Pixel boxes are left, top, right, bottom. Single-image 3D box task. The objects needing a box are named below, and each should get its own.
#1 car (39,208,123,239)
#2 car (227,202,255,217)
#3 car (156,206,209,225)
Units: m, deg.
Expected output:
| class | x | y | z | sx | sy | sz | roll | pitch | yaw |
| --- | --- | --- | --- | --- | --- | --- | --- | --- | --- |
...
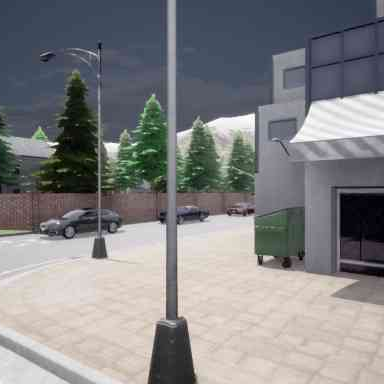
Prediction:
| class | x | y | z | sx | sy | sz | roll | pitch | yaw |
| --- | --- | --- | --- | --- | --- | --- | --- | --- | --- |
| car | -6.158 | 1.681 | 18.908 | 1.837 | 1.490 | 4.892 | 0 | 0 | 36 |
| car | 5.290 | 1.740 | 34.356 | 1.994 | 1.385 | 4.181 | 0 | 0 | 36 |
| car | -0.644 | 1.777 | 26.353 | 1.895 | 1.301 | 4.718 | 0 | 0 | 36 |
